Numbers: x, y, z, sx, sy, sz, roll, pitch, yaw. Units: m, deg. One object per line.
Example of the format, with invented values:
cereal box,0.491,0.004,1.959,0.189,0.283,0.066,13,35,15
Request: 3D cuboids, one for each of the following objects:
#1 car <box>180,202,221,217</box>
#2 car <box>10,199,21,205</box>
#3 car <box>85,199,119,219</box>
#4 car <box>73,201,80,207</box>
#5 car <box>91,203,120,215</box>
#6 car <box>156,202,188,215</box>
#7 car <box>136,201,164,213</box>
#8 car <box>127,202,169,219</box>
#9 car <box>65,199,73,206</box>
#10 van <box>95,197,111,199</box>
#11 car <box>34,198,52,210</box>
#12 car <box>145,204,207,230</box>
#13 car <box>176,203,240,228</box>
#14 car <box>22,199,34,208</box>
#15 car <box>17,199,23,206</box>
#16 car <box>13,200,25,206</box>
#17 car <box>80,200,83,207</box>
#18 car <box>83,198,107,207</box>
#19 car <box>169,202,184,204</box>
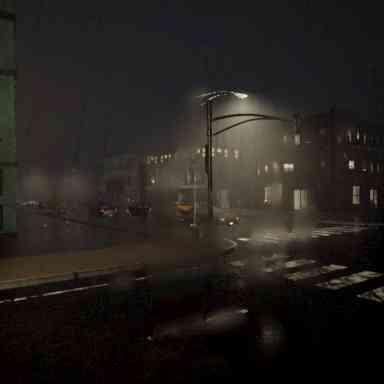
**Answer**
car,0.823,1.810,34.961,2.008,1.369,4.403,-2,0,-36
car,-44.618,2.598,84.122,1.887,1.381,4.507,-1,0,-36
car,-9.215,1.847,34.589,1.967,1.590,4.097,-1,0,-36
car,-21.708,2.228,66.482,1.887,1.381,4.507,-1,0,-36
car,-10.717,2.051,41.179,1.895,1.301,4.718,-1,0,-35
car,-2.395,1.904,39.464,1.802,1.307,4.206,-2,0,-36
car,-5.613,1.966,43.967,1.802,1.307,4.206,-2,0,-36
car,-4.723,1.825,32.781,2.128,1.511,4.902,-1,0,-35
car,-28.145,2.364,75.489,1.947,1.339,4.313,-1,0,-36
van,-15.275,1.907,57.476,1.690,1.788,3.998,-1,0,-36
car,-25.207,2.233,56.966,1.752,1.417,4.829,-1,0,-36
car,-1.242,1.815,23.229,1.947,1.339,4.313,-2,0,-36
car,1.112,1.766,24.612,2.033,1.411,5.357,-1,0,-36
car,-31.744,2.376,66.111,2.008,1.369,4.403,-1,0,-36
car,-38.183,2.380,75.116,1.967,1.590,4.097,-1,0,-36
car,-41.400,2.548,79.620,2.008,1.369,4.403,-1,0,-36
car,-18.495,1.940,61.979,2.192,1.841,5.009,-1,0,-36
car,-15.431,2.120,53.264,1.994,1.385,4.181,-1,0,-36
car,-1.511,1.767,33.783,1.882,1.535,5.008,-1,0,-36
